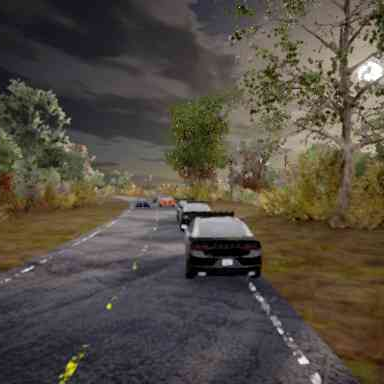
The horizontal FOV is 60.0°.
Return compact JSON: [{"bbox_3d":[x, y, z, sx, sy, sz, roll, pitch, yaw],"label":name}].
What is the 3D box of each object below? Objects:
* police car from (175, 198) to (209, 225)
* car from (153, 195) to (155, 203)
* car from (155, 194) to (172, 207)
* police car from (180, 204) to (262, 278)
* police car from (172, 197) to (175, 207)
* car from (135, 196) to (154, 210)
[{"bbox_3d":[0.184,1.326,20.168,1.930,1.638,5.238,0,0,-4],"label":"police car"},{"bbox_3d":[-6.011,1.061,59.794,2.097,1.767,4.553,0,0,-12],"label":"car"},{"bbox_3d":[-3.617,1.127,46.359,2.097,1.767,4.553,0,0,-9],"label":"car"},{"bbox_3d":[0.712,1.375,10.103,1.930,1.638,5.238,0,0,-2],"label":"police car"},{"bbox_3d":[-0.292,1.296,26.196,1.930,1.638,5.238,0,0,-5],"label":"police car"},{"bbox_3d":[-5.991,1.405,40.610,1.895,1.301,4.718,0,0,-8],"label":"car"}]
